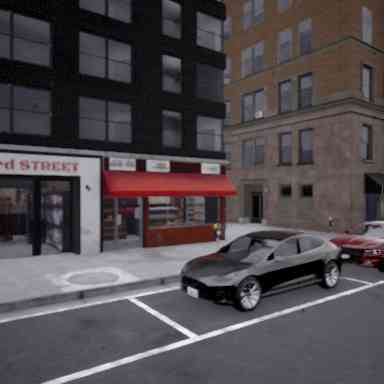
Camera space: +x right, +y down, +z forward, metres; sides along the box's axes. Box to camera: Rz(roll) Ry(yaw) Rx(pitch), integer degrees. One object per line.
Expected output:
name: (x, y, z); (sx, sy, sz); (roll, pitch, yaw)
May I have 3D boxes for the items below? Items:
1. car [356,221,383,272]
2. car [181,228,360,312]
car: (6.334, 1.655, 11.059); (4.507, 1.381, 1.887); (1, -1, -35)
car: (1.789, 1.622, 7.817); (4.313, 1.339, 1.947); (1, -1, -35)
